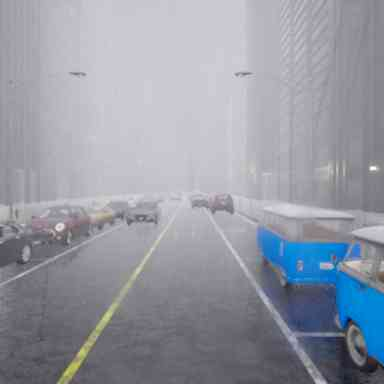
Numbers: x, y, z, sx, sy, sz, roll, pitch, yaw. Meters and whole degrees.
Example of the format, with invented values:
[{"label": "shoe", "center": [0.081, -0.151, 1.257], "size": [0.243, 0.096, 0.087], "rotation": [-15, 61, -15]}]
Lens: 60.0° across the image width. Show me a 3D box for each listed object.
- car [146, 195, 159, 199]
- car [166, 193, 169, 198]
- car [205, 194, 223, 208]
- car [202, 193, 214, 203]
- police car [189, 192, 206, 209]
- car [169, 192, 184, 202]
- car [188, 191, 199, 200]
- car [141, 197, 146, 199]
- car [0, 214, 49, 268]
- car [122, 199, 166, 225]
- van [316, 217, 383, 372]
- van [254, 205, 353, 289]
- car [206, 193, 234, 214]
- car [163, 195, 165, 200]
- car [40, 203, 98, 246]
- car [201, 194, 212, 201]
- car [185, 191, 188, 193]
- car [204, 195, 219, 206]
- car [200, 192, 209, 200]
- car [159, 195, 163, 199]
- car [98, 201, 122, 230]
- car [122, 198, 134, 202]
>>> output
[{"label": "car", "center": [-5.753, 1.238, 42.763], "size": [1.887, 1.381, 4.507], "rotation": [0, 0, 0]}, {"label": "car", "center": [-5.749, 1.145, 59.795], "size": [1.947, 1.339, 4.313], "rotation": [0, 0, 0]}, {"label": "car", "center": [2.772, 1.133, 42.765], "size": [1.967, 1.590, 4.097], "rotation": [0, 0, 0]}, {"label": "car", "center": [2.776, 1.019, 59.796], "size": [1.967, 1.590, 4.097], "rotation": [0, 0, 0]}, {"label": "police car", "center": [0.909, 1.139, 39.726], "size": [1.930, 1.638, 5.238], "rotation": [0, 0, 0]}, {"label": "car", "center": [-3.017, 1.117, 63.548], "size": [1.994, 1.385, 4.181], "rotation": [0, 0, 1]}, {"label": "car", "center": [0.777, 0.998, 49.570], "size": [2.097, 1.767, 4.553], "rotation": [0, 0, -1]}, {"label": "car", "center": [-5.755, 1.300, 31.237], "size": [1.752, 1.417, 4.829], "rotation": [0, 0, 0]}, {"label": "car", "center": [-5.760, 1.488, 8.699], "size": [2.008, 1.369, 4.403], "rotation": [0, 0, 0]}, {"label": "car", "center": [-3.094, 1.404, 22.108], "size": [1.994, 1.385, 4.181], "rotation": [0, 0, 0]}, {"label": "van", "center": [2.764, 1.318, 3.021], "size": [1.690, 1.788, 3.998], "rotation": [0, 0, 0]}, {"label": "van", "center": [2.765, 1.277, 8.699], "size": [1.690, 1.788, 3.998], "rotation": [0, 0, 0]}, {"label": "car", "center": [2.770, 1.087, 31.408], "size": [2.192, 1.841, 5.009], "rotation": [0, 0, 0]}, {"label": "car", "center": [-5.750, 1.161, 54.117], "size": [1.887, 1.381, 4.507], "rotation": [0, 0, 0]}, {"label": "car", "center": [-5.759, 1.336, 14.376], "size": [1.967, 1.590, 4.097], "rotation": [0, 0, 0]}, {"label": "car", "center": [2.777, 1.108, 65.475], "size": [1.947, 1.339, 4.313], "rotation": [0, 0, 0]}, {"label": "car", "center": [0.017, 0.939, 74.351], "size": [2.128, 1.511, 4.902], "rotation": [0, 0, 0]}, {"label": "car", "center": [2.773, 1.199, 48.443], "size": [1.887, 1.381, 4.507], "rotation": [0, 0, 0]}, {"label": "car", "center": [2.779, 0.909, 76.829], "size": [1.967, 1.590, 4.097], "rotation": [0, 0, 0]}, {"label": "car", "center": [-5.752, 1.181, 48.270], "size": [1.752, 1.417, 4.829], "rotation": [0, 0, 0]}, {"label": "car", "center": [-5.758, 1.381, 19.883], "size": [1.752, 1.417, 4.829], "rotation": [0, 0, 0]}, {"label": "car", "center": [-5.756, 1.380, 25.731], "size": [1.947, 1.339, 4.313], "rotation": [0, 0, 0]}]
